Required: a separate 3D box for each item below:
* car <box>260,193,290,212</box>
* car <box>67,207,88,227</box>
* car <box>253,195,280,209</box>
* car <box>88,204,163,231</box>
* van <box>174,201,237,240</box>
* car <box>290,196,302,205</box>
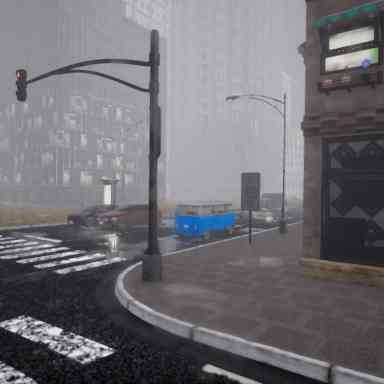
[{"bbox_3d":[9.075,1.121,38.658,2.150,2.045,5.566,1,1,36],"label":"car"},{"bbox_3d":[-6.033,1.467,21.893,1.947,1.339,4.313,1,1,35],"label":"car"},{"bbox_3d":[9.989,1.293,44.443,1.967,1.590,4.097,1,1,35],"label":"car"},{"bbox_3d":[-3.754,1.465,20.630,1.812,1.442,4.674,1,1,36],"label":"car"},{"bbox_3d":[0.801,1.368,17.037,1.690,1.788,3.998,1,1,35],"label":"van"},{"bbox_3d":[16.298,1.364,53.326,1.752,1.417,4.829,1,1,35],"label":"car"}]
